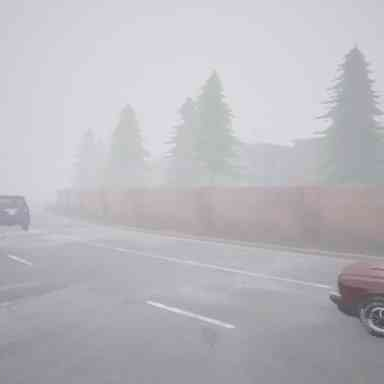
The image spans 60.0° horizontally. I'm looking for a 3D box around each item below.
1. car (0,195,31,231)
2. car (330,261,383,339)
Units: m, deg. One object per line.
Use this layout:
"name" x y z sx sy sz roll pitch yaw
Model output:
"car" -11.285 1.187 19.635 2.150 2.045 5.566 0 0 -41
"car" 4.682 1.639 4.972 4.718 1.301 1.895 0 0 35
